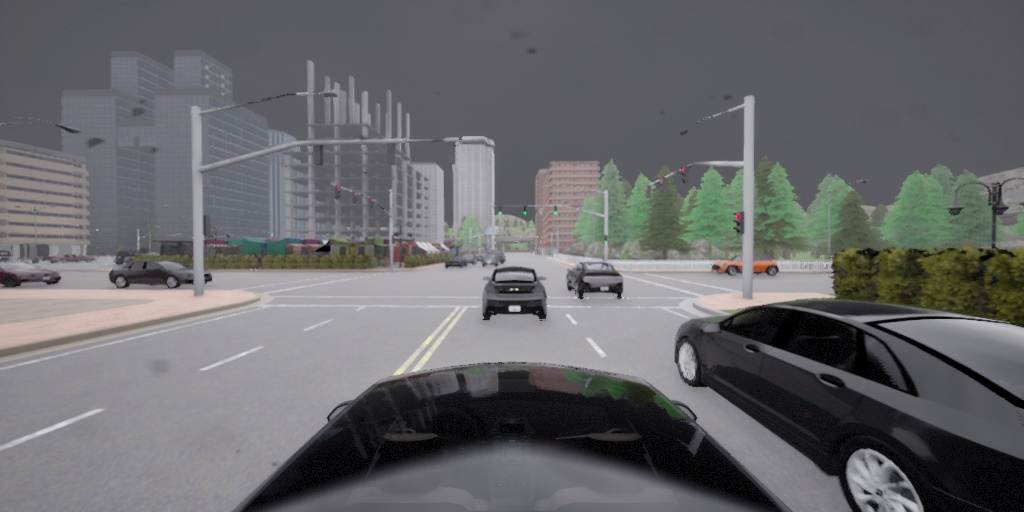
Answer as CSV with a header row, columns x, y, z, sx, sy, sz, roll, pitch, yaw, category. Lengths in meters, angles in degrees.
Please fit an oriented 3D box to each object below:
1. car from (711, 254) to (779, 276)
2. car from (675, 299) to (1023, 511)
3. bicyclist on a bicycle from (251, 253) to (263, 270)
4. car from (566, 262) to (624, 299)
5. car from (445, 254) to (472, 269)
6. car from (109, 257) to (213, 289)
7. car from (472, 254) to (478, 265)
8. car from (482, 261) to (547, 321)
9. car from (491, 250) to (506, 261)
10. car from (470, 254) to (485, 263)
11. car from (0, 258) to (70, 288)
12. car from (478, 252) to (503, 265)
x,y,z,sx,sy,sz,roll,pitch,yaw,category
18.573,0.650,28.774,4.553,1.767,2.097,0,1,3,car
3.467,1.219,3.814,1.837,1.490,4.892,0,1,1,car
-24.604,0.506,34.644,0.582,1.620,1.656,0,6,3,bicyclist on a bicycle
3.635,1.005,16.340,2.128,1.511,4.902,0,1,1,car
-6.258,0.729,40.867,1.895,1.301,4.718,0,1,4,car
-19.429,0.980,19.944,4.892,1.490,1.837,0,1,3,car
-5.960,0.483,50.149,1.837,1.490,4.892,0,1,2,car
0.083,1.093,11.770,1.837,1.490,4.892,0,1,0,car
-2.350,0.131,54.236,2.150,2.045,5.566,0,1,2,car
-5.686,0.383,60.060,1.994,1.385,4.181,0,1,1,car
-28.655,1.003,20.401,4.674,1.442,1.812,0,1,3,car
-2.607,0.559,44.384,2.128,1.511,4.902,0,1,1,car
